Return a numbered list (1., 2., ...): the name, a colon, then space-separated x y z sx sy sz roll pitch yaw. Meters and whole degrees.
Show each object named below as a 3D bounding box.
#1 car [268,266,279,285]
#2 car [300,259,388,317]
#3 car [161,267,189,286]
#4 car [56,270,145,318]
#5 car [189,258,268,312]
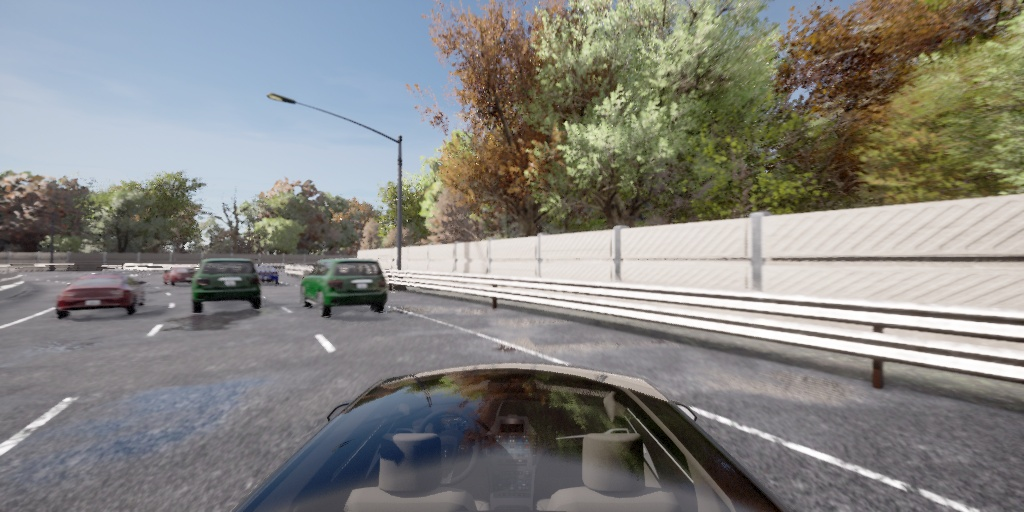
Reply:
1. car: -20.845 1.564 29.787 1.882 1.535 5.008 1 -1 -43
2. car: -6.772 1.127 14.240 2.150 2.045 5.566 1 -1 -39
3. car: -26.370 1.586 28.682 4.674 1.442 1.812 0 -1 39
4. car: -15.426 1.405 13.636 1.812 1.442 4.674 1 -1 -41
5. car: -12.299 1.131 15.407 2.150 2.045 5.566 1 -1 -41
